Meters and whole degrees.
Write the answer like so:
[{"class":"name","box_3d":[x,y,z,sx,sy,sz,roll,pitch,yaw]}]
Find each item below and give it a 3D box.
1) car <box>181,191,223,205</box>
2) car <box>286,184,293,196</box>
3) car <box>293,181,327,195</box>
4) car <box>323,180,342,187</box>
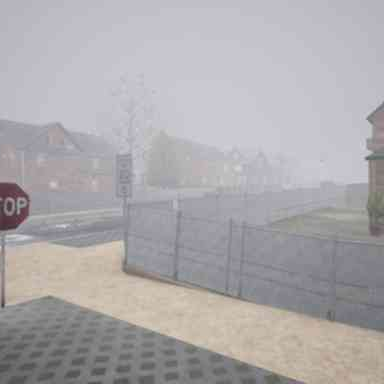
[{"class":"car","box_3d":[1.121,0.607,27.364,1.895,1.301,4.718,0,2,36]},{"class":"car","box_3d":[14.193,-0.414,44.951,2.097,1.767,4.553,0,2,37]},{"class":"car","box_3d":[14.391,-0.183,40.483,1.882,1.535,5.008,0,2,37]},{"class":"car","box_3d":[20.293,-0.781,48.567,2.150,2.045,5.566,0,2,36]}]
